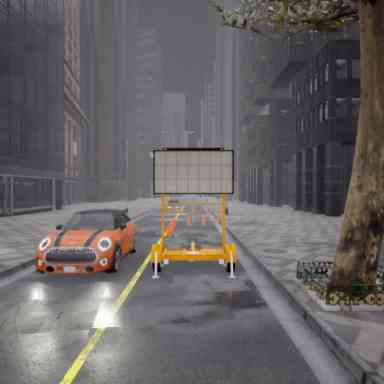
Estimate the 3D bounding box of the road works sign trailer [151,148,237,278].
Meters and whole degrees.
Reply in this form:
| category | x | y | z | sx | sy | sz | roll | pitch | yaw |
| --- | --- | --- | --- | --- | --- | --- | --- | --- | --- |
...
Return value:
| category | x | y | z | sx | sy | sz | roll | pitch | yaw |
| --- | --- | --- | --- | --- | --- | --- | --- | --- | --- |
| road works sign trailer | 0.046 | 0.465 | 10.099 | 2.380 | 3.560 | 2.880 | 0 | 0 | 0 |

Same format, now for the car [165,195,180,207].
| category | x | y | z | sx | sy | sz | roll | pitch | yaw |
| --- | --- | --- | --- | --- | --- | --- | --- | --- | --- |
| car | -2.928 | 1.621 | 53.429 | 2.033 | 1.411 | 5.357 | 0 | 0 | 0 |

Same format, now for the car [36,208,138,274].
| category | x | y | z | sx | sy | sz | roll | pitch | yaw |
| --- | --- | --- | --- | --- | --- | --- | --- | --- | --- |
| car | -3.067 | 1.353 | 10.596 | 2.097 | 1.767 | 4.553 | 0 | 0 | 0 |
